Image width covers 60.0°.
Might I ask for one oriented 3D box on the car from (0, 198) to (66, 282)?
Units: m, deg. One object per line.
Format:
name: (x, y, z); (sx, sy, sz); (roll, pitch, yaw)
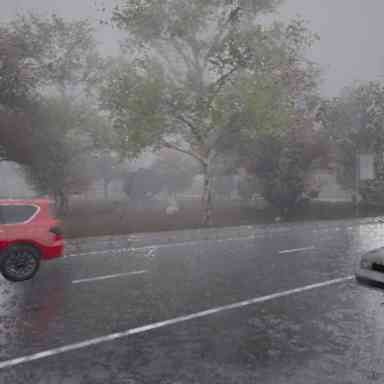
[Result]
car: (-6.071, 1.194, 8.179); (5.566, 2.045, 2.150); (0, 0, -35)

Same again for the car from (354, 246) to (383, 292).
car: (5.974, 1.531, 7.598); (5.357, 1.411, 2.033); (0, 0, -32)
